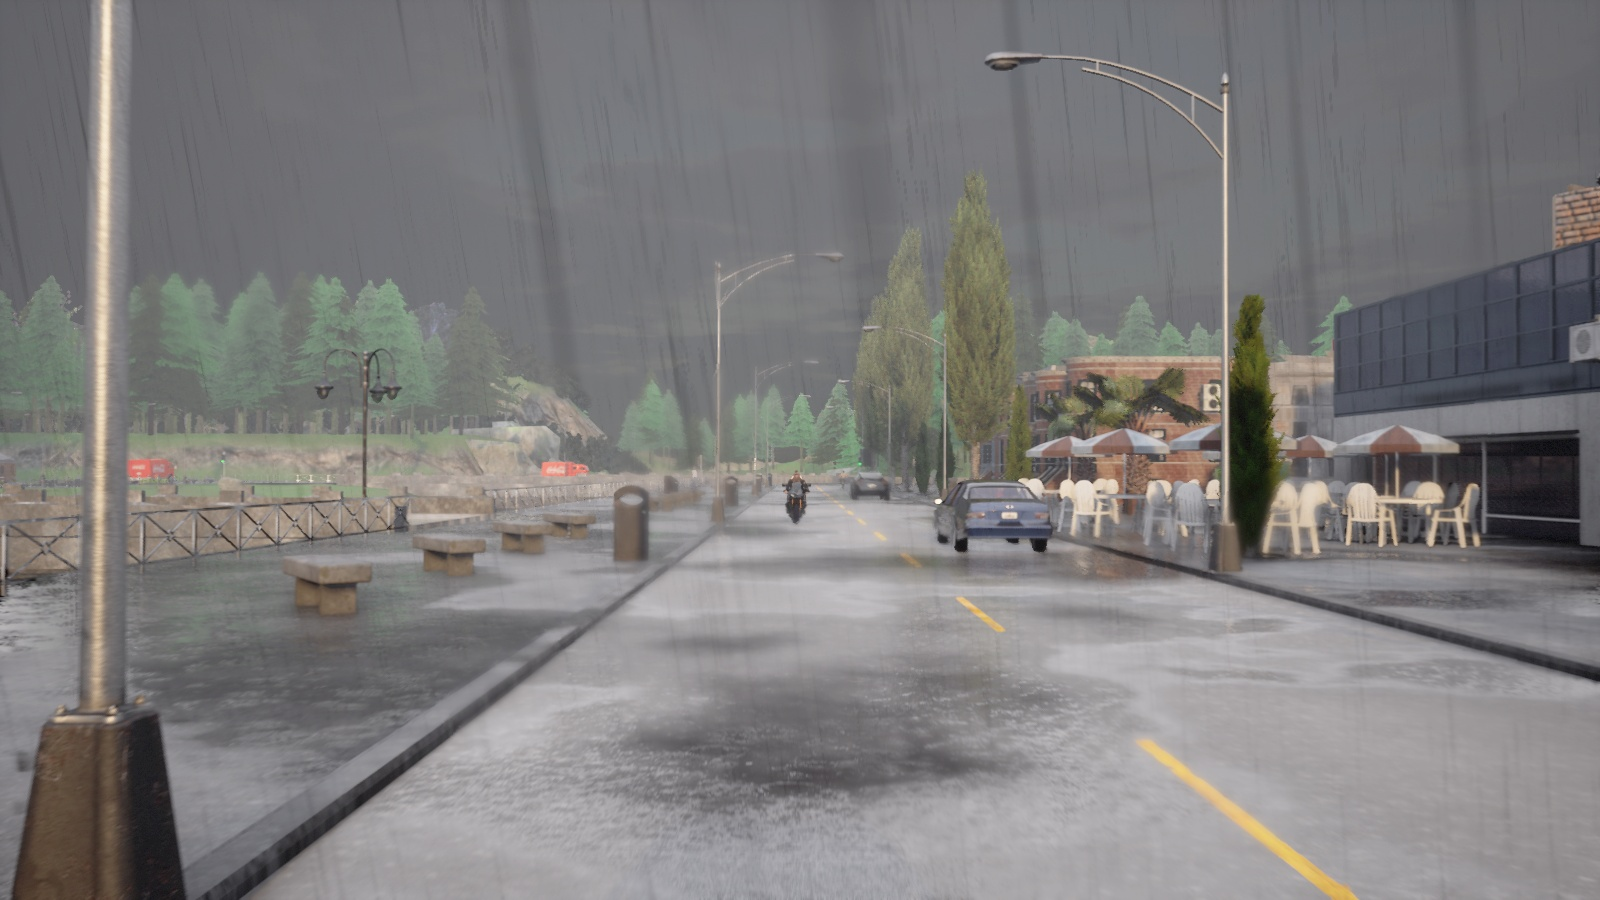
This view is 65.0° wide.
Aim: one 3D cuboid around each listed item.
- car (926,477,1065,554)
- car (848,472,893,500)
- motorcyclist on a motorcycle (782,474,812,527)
[{"bbox_3d":[3.935,1.285,26.227,2.033,1.411,5.357,0,-1,0],"label":"car"},{"bbox_3d":[3.831,1.949,68.676,2.163,1.488,4.792,0,-1,0],"label":"car"},{"bbox_3d":[-0.093,1.475,37.359,0.866,1.530,2.191,0,-1,0],"label":"motorcyclist on a motorcycle"}]
